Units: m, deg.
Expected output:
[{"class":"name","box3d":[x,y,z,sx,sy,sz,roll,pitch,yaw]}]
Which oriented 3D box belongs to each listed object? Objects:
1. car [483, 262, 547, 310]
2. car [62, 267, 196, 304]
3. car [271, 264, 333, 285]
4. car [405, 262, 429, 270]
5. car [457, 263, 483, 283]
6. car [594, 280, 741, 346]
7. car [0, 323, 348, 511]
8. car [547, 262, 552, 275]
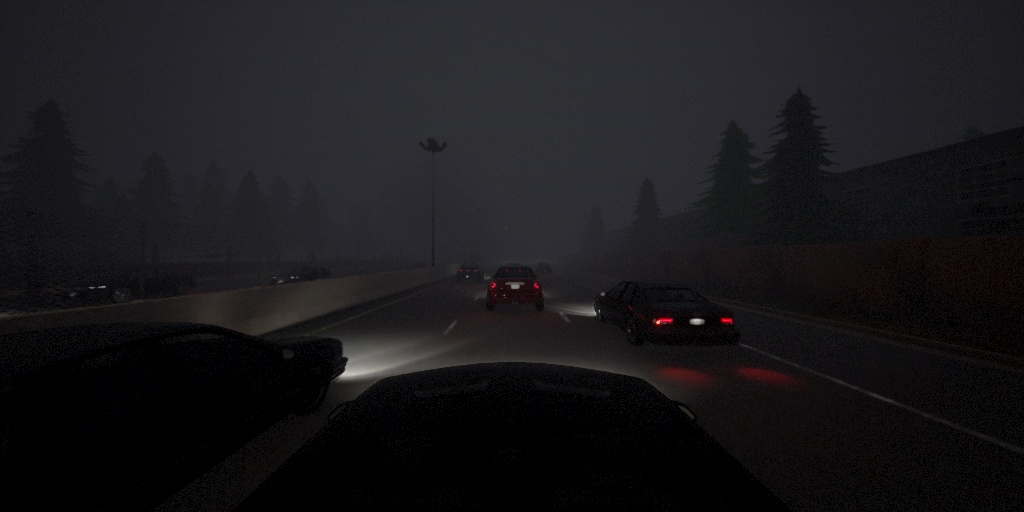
[{"class":"car","box3d":[0.113,1.154,15.161,2.097,1.767,4.553,0,0,0]},{"class":"car","box3d":[-17.583,1.284,16.812,2.128,1.511,4.902,0,0,0]},{"class":"car","box3d":[-14.069,1.317,24.318,2.128,1.511,4.902,0,0,0]},{"class":"car","box3d":[-10.483,1.415,40.012,1.812,1.442,4.674,0,0,1]},{"class":"car","box3d":[-3.367,1.348,29.669,2.128,1.511,4.902,0,0,0]},{"class":"car","box3d":[3.601,1.331,9.468,2.033,1.411,5.357,0,0,0]},{"class":"car","box3d":[-3.425,1.299,2.974,2.033,1.411,5.357,0,0,0]},{"class":"car","box3d":[3.648,1.437,42.185,1.812,1.442,4.674,0,0,0]}]
